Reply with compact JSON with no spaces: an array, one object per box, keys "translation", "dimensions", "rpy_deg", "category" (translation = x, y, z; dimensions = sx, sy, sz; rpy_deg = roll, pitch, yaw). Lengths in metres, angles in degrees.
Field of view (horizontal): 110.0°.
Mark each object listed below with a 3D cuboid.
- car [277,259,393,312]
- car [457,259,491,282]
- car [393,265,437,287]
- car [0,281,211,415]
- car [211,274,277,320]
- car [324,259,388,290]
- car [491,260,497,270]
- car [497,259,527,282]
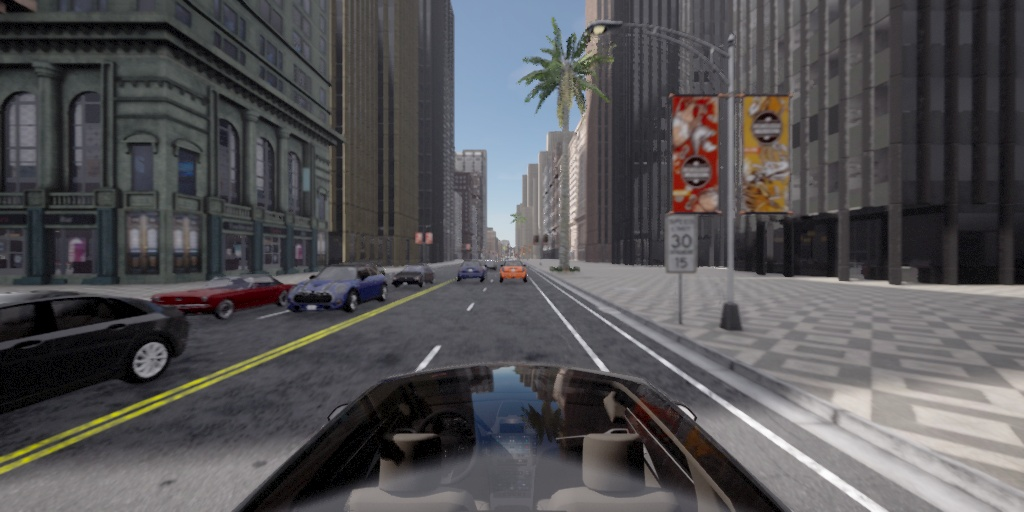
[{"translation":[-6.578,1.103,14.045],"dimensions":[2.097,1.767,4.553],"rpy_deg":[0,0,0],"category":"car"},{"translation":[-3.148,1.102,29.279],"dimensions":[2.097,1.767,4.553],"rpy_deg":[0,0,0],"category":"car"},{"translation":[-6.499,1.298,24.487],"dimensions":[2.033,1.411,5.357],"rpy_deg":[0,0,0],"category":"car"},{"translation":[-6.601,1.256,4.291],"dimensions":[1.837,1.490,4.892],"rpy_deg":[0,0,-1],"category":"car"},{"translation":[-9.834,1.352,12.783],"dimensions":[1.895,1.301,4.718],"rpy_deg":[0,0,0],"category":"car"},{"translation":[-9.779,1.103,22.975],"dimensions":[2.097,1.767,4.553],"rpy_deg":[0,0,1],"category":"car"},{"translation":[-3.152,1.315,51.414],"dimensions":[1.994,1.385,4.181],"rpy_deg":[0,0,0],"category":"car"},{"translation":[0.102,1.102,29.339],"dimensions":[2.097,1.767,4.553],"rpy_deg":[0,0,0],"category":"car"}]
